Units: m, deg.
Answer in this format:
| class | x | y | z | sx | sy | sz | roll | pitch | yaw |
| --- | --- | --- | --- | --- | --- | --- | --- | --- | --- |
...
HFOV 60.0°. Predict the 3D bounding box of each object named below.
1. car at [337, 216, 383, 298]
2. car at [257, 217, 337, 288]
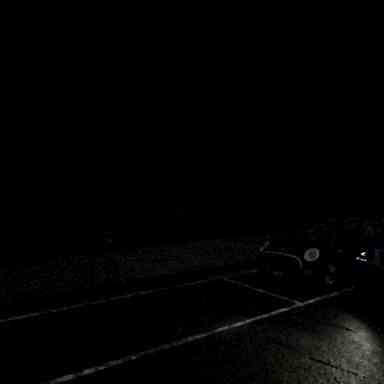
| class | x | y | z | sx | sy | sz | roll | pitch | yaw |
| --- | --- | --- | --- | --- | --- | --- | --- | --- | --- |
| car | 5.853 | 1.220 | 7.427 | 5.566 | 2.045 | 2.150 | 0 | 0 | -36 |
| car | 3.676 | 1.440 | 9.146 | 4.097 | 1.590 | 1.967 | 0 | 0 | -35 |
